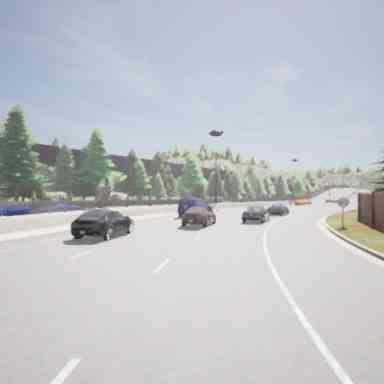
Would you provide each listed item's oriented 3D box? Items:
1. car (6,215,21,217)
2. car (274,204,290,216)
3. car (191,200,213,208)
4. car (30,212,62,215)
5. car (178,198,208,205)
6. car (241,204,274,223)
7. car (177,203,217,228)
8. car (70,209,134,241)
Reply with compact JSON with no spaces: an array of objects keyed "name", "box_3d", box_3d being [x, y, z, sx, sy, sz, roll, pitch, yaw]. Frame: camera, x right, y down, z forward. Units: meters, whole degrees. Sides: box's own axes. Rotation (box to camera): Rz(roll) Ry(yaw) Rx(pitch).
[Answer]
[{"name":"car","box_3d":[-16.548,1.786,29.396,1.882,1.535,5.008,0,-1,17]},{"name":"car","box_3d":[10.320,2.091,39.904,1.994,1.385,4.181,0,-1,29]},{"name":"car","box_3d":[2.089,2.374,66.864,2.033,1.411,5.357,0,-1,33]},{"name":"car","box_3d":[-10.217,1.767,26.174,1.882,1.535,5.008,0,-1,16]},{"name":"car","box_3d":[0.345,1.654,34.933,2.150,2.045,5.566,0,-1,22]},{"name":"car","box_3d":[5.663,1.929,29.307,2.033,1.411,5.357,0,-1,21]},{"name":"car","box_3d":[0.560,1.837,25.049,1.812,1.442,4.674,0,-1,16]},{"name":"car","box_3d":[-4.743,1.715,18.245,1.837,1.490,4.892,0,-1,12]}]
